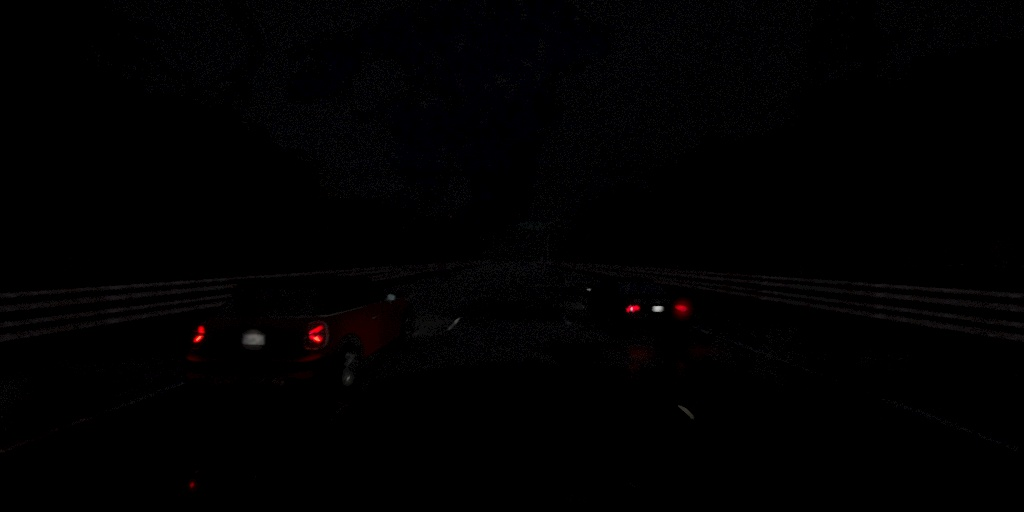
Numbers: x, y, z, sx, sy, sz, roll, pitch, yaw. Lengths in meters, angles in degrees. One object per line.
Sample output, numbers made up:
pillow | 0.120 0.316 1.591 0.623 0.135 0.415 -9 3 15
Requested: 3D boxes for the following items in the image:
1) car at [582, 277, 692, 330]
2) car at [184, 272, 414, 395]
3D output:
car | 3.593 1.361 11.330 2.033 1.411 5.357 0 0 0
car | -3.401 1.135 6.850 2.097 1.767 4.553 0 0 0
